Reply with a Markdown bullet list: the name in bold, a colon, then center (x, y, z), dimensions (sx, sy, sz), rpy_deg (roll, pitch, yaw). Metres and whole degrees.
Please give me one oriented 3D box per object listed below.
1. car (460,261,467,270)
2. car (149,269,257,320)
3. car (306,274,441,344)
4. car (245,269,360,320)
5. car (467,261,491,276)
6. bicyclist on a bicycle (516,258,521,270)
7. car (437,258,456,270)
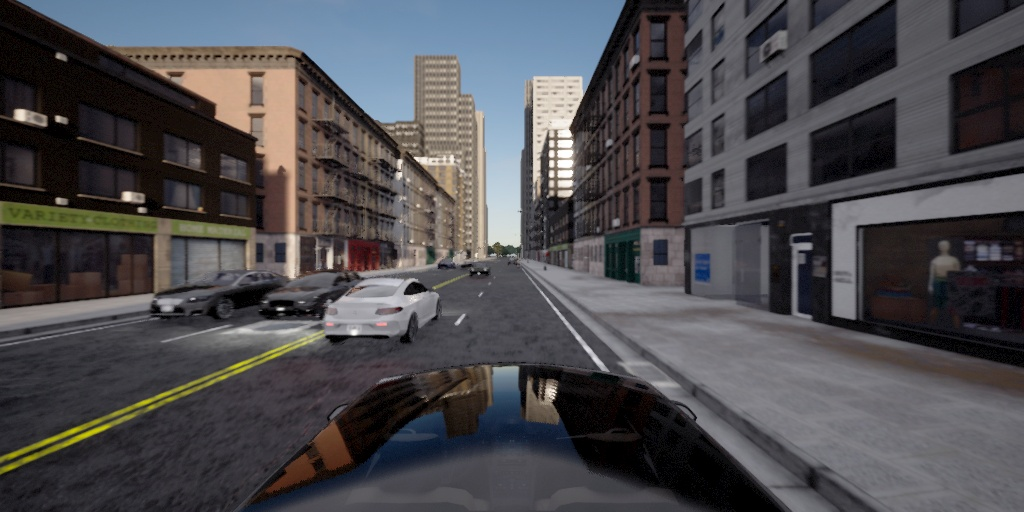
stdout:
- **car**: center (-6.563, 1.364, 53.762), dimensions (1.895, 1.301, 4.718), rpy_deg (0, 0, 0)
- **car**: center (-9.849, 1.242, 12.694), dimensions (2.128, 1.511, 4.902), rpy_deg (0, 0, 0)
- **car**: center (-3.150, 1.276, 9.472), dimensions (1.812, 1.442, 4.674), rpy_deg (0, 0, 0)
- **car**: center (-6.599, 1.256, 12.651), dimensions (1.837, 1.490, 4.892), rpy_deg (0, 0, 0)
- **car**: center (-3.149, 1.358, 36.620), dimensions (1.895, 1.301, 4.718), rpy_deg (0, 0, 0)
- **bicyclist on a bicycle**: center (0.892, 1.200, 50.961), dimensions (0.866, 1.612, 1.509), rpy_deg (0, 0, 0)
- **car**: center (-9.809, 1.115, 53.814), dimensions (2.097, 1.767, 4.553), rpy_deg (0, 0, 0)
